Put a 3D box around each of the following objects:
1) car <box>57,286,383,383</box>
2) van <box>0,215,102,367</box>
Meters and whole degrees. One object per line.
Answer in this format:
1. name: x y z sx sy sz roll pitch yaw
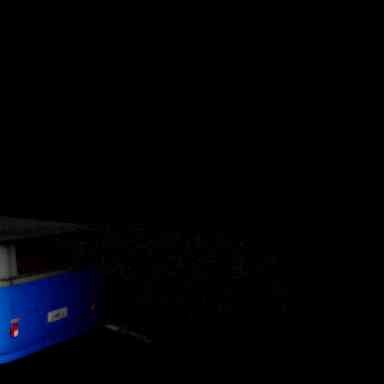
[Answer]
1. car: 1.371 1.545 1.985 4.507 1.381 1.887 1 0 36
2. van: -3.184 1.280 5.253 3.998 1.788 1.690 1 0 36
